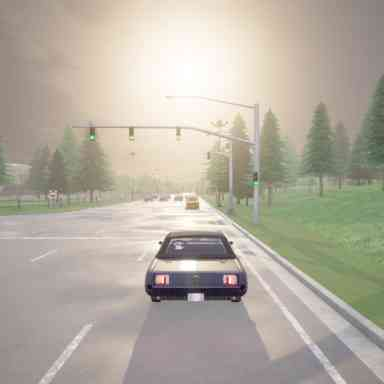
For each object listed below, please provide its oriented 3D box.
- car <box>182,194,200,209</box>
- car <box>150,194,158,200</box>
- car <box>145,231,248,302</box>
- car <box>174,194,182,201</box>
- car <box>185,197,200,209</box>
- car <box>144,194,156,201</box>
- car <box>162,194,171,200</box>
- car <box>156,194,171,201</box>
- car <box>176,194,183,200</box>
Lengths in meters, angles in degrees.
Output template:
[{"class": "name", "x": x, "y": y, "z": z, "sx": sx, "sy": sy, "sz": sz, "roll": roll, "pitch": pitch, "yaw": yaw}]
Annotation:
[{"class": "car", "x": -0.026, "y": 1.077, "z": 46.412, "sx": 1.882, "sy": 1.535, "sz": 5.008, "roll": -3, "pitch": 17, "yaw": -2}, {"class": "car", "x": -10.338, "y": 1.332, "z": 90.917, "sx": 1.837, "sy": 1.490, "sz": 4.892, "roll": 0, "pitch": 0, "yaw": 0}, {"class": "car", "x": 0.094, "y": 1.601, "z": 8.191, "sx": 1.895, "sy": 1.301, "sz": 4.718, "roll": 0, "pitch": 0, "yaw": 0}, {"class": "car", "x": -3.356, "y": 1.545, "z": 80.901, "sx": 1.994, "sy": 1.385, "sz": 4.181, "roll": 0, "pitch": 0, "yaw": 0}, {"class": "car", "x": 0.067, "y": 1.576, "z": 49.859, "sx": 2.033, "sy": 1.411, "sz": 5.357, "roll": -1, "pitch": 1, "yaw": 0}, {"class": "car", "x": -10.357, "y": 1.531, "z": 80.497, "sx": 2.033, "sy": 1.411, "sz": 5.357, "roll": 0, "pitch": 0, "yaw": 0}, {"class": "car", "x": -6.838, "y": 1.372, "z": 90.911, "sx": 2.033, "sy": 1.411, "sz": 5.357, "roll": 0, "pitch": 0, "yaw": 0}, {"class": "car", "x": -6.857, "y": 1.531, "z": 80.491, "sx": 2.033, "sy": 1.411, "sz": 5.357, "roll": 0, "pitch": 0, "yaw": 0}, {"class": "car", "x": -3.338, "y": 1.357, "z": 90.904, "sx": 1.812, "sy": 1.442, "sz": 4.674, "roll": 0, "pitch": 0, "yaw": 0}]
